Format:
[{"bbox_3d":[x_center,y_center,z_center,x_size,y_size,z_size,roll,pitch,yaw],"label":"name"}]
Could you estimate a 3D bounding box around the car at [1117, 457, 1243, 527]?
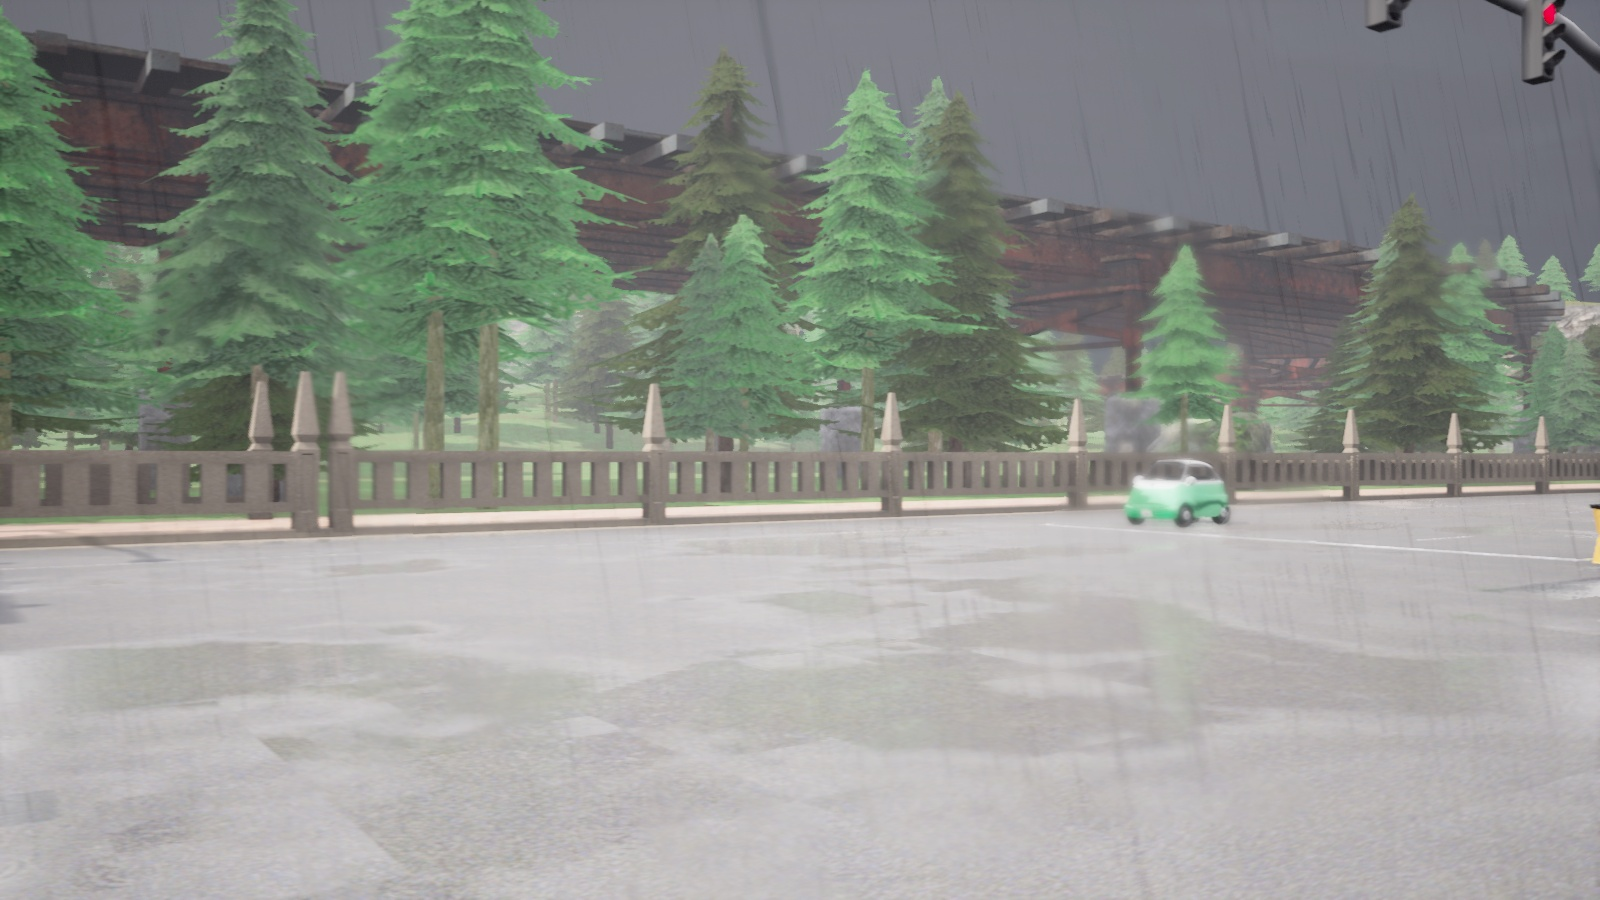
[{"bbox_3d":[7.939,0.847,26.243,2.207,1.376,1.481,0,0,-35],"label":"car"}]
